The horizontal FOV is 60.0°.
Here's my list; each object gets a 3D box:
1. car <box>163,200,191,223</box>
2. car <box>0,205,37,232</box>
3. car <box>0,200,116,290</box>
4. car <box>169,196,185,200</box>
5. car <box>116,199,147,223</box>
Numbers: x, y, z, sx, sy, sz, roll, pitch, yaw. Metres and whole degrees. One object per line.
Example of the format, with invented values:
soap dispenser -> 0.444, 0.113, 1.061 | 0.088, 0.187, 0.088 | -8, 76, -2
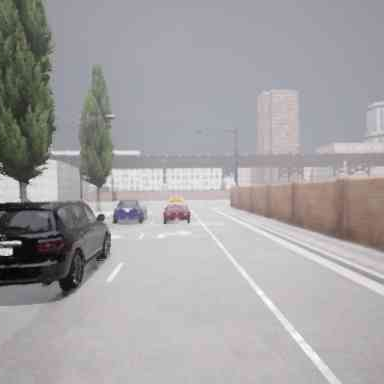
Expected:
car -> -1.105, 1.510, 24.581 | 1.895, 1.301, 4.718 | -1, 0, -2
car -> -12.558, 1.688, 22.251 | 2.033, 1.411, 5.357 | -1, 0, -3
car -> -3.794, 1.242, 9.196 | 2.150, 2.045, 5.566 | -1, 1, -3
car -> -2.006, 1.317, 43.572 | 1.882, 1.535, 5.008 | -1, 1, -2
car -> -4.608, 1.312, 25.326 | 2.097, 1.767, 4.553 | -1, 0, -3
